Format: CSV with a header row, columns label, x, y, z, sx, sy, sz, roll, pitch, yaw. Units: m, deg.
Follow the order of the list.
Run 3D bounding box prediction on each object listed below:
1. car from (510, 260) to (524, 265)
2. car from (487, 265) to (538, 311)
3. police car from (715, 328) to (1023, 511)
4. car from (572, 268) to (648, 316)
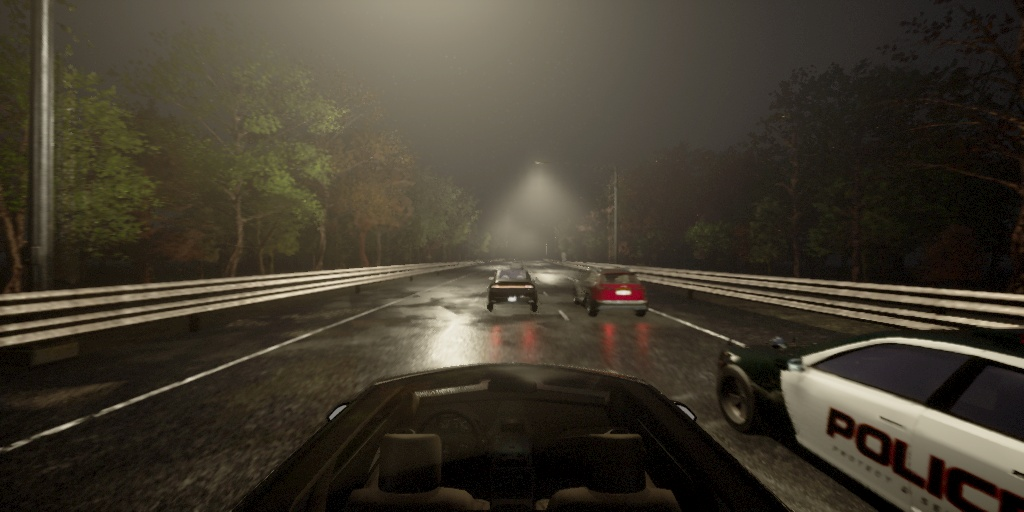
label,x,y,z,sx,sy,sz,roll,pitch,yaw
car,0.711,1.467,52.912,1.812,1.442,4.674,0,0,1
car,0.029,1.294,14.846,2.128,1.511,4.902,0,0,1
police car,3.498,1.261,2.630,2.038,1.542,4.974,0,0,0
car,3.532,1.230,13.585,2.033,1.649,4.856,0,0,0
